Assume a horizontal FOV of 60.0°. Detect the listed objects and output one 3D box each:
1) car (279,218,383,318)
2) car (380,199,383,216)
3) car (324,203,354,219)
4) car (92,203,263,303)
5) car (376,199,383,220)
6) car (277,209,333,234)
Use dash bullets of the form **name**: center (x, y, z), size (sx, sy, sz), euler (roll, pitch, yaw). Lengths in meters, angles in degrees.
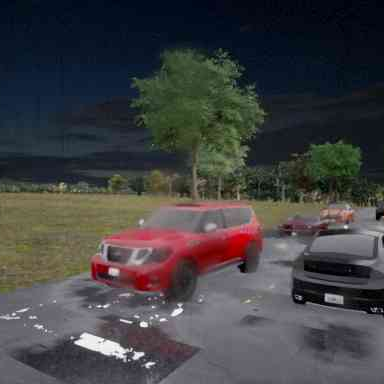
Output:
- **car**: center (3.698, 1.602, 7.708), size (1.837, 1.490, 4.892), euler (0, -1, 32)
- **car**: center (25.303, 1.921, 42.254), size (2.150, 2.045, 5.566), euler (0, -1, 32)
- **car**: center (12.615, 1.780, 28.723), size (2.097, 1.767, 4.553), euler (0, -1, 33)
- **car**: center (0.018, 1.324, 9.043), size (2.150, 2.045, 5.566), euler (0, -1, 36)
- **car**: center (19.626, 1.742, 33.094), size (2.150, 2.045, 5.566), euler (0, -1, 32)
- **car**: center (6.365, 1.864, 18.752), size (1.895, 1.301, 4.718), euler (0, -1, 32)
